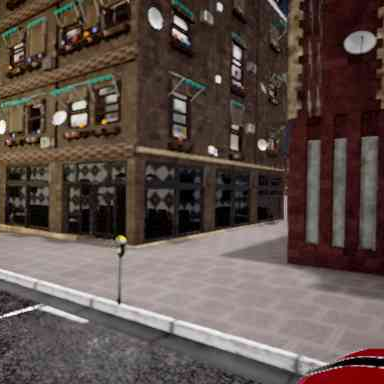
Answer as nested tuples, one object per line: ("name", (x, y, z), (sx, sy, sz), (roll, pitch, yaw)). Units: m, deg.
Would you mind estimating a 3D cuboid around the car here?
("car", (2.222, 1.445, 1.268), (4.097, 1.590, 1.967), (0, 1, 36))
